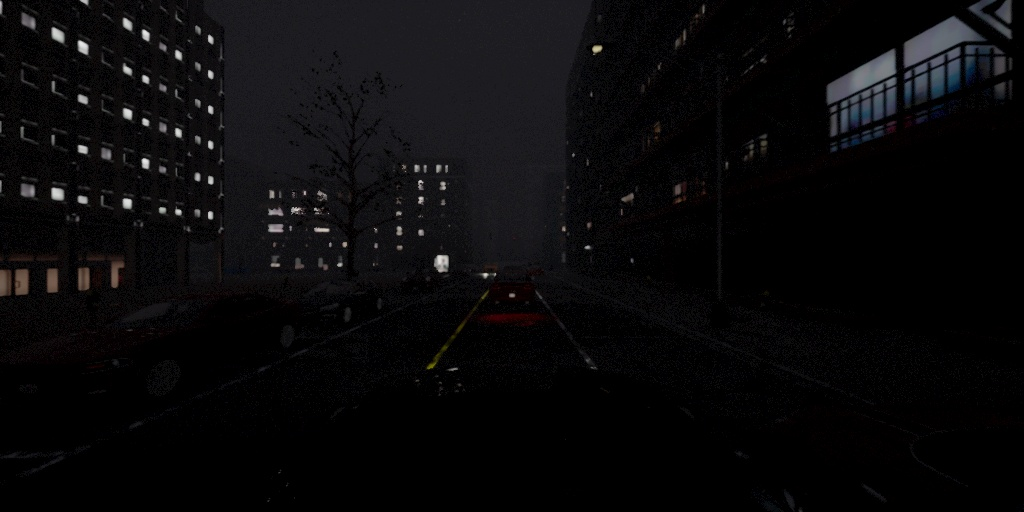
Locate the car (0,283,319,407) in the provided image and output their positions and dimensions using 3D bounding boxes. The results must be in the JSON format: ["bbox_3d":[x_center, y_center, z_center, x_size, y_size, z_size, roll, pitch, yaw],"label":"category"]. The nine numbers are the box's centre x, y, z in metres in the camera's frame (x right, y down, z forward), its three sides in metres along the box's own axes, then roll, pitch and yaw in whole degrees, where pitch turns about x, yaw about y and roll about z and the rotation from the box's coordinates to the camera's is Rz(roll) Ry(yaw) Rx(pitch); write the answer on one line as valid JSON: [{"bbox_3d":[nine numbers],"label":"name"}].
[{"bbox_3d":[-5.693,1.340,6.471,1.888,1.381,4.507,0,0,0],"label":"car"}]

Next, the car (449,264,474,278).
[{"bbox_3d":[-5.698,1.558,39.635,1.967,1.591,4.097,0,0,0],"label":"car"}]

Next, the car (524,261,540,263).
[{"bbox_3d":[2.682,1.489,45.163,2.192,1.841,5.009,0,0,0],"label":"car"}]

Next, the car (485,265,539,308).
[{"bbox_3d":[0.026,1.364,16.104,1.882,1.535,5.008,0,0,1],"label":"car"}]

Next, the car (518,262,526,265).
[{"bbox_3d":[0.015,1.533,30.352,1.837,1.490,4.892,0,0,0],"label":"car"}]

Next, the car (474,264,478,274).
[{"bbox_3d":[-5.700,1.812,50.690,1.802,1.307,4.207,0,0,0],"label":"car"}]

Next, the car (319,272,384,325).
[{"bbox_3d":[-5.694,1.398,11.998,2.007,1.370,4.403,0,0,0],"label":"car"}]

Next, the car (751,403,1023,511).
[{"bbox_3d":[2.688,1.183,0.945,1.967,1.591,4.097,0,0,0],"label":"car"}]

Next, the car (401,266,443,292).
[{"bbox_3d":[-5.695,1.394,23.053,1.967,1.591,4.097,0,0,0],"label":"car"}]

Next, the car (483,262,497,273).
[{"bbox_3d":[-3.033,1.727,52.669,1.882,1.535,5.008,0,-1,1],"label":"car"}]

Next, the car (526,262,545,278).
[{"bbox_3d":[2.683,1.664,39.635,1.888,1.381,4.507,0,0,0],"label":"car"}]
